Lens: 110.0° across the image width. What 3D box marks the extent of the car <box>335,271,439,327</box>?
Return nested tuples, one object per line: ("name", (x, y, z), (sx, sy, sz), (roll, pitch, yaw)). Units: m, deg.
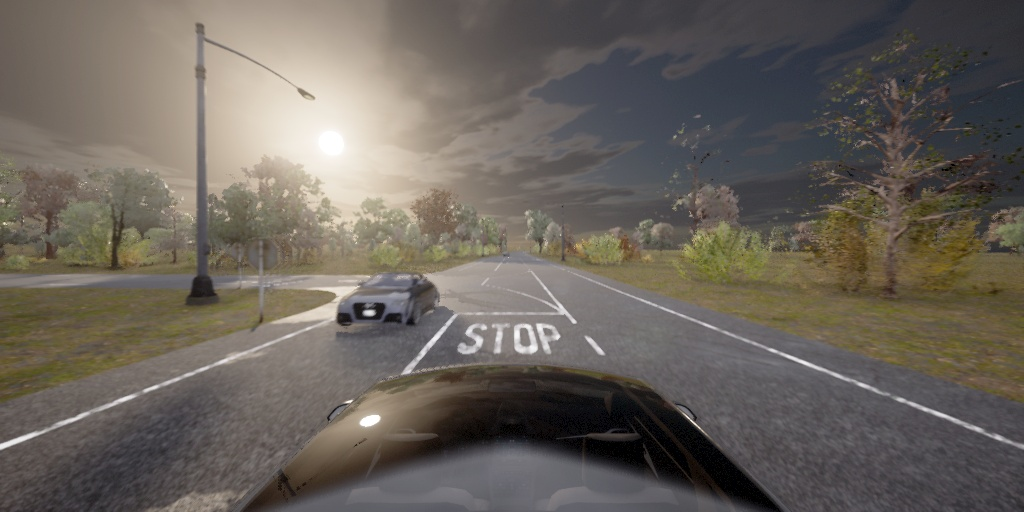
("car", (-3.503, 1.166, 10.781), (1.994, 1.385, 4.181), (0, 1, 0))
